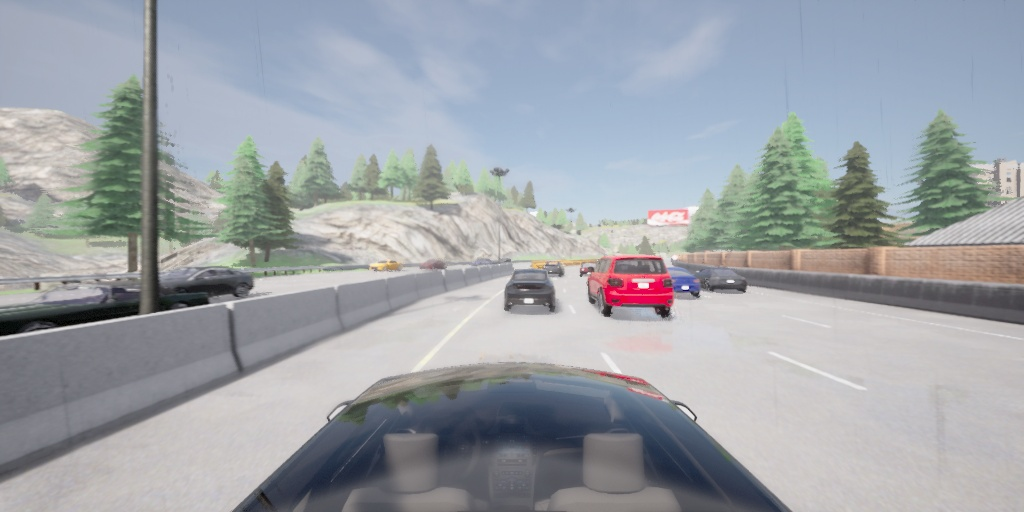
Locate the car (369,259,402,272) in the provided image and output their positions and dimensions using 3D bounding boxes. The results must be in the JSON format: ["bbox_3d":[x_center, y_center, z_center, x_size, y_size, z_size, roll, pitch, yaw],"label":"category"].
[{"bbox_3d":[-15.527,1.183,44.343,1.882,1.535,5.008,0,0,15],"label":"car"}]

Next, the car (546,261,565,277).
[{"bbox_3d":[4.209,1.251,35.912,2.128,1.511,4.902,0,0,13],"label":"car"}]

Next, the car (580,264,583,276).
[{"bbox_3d":[7.919,1.371,36.472,1.895,1.301,4.718,0,0,14],"label":"car"}]

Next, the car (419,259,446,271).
[{"bbox_3d":[-10.705,1.196,48.718,1.882,1.535,5.008,0,0,17],"label":"car"}]

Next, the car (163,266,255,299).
[{"bbox_3d":[-13.389,1.204,15.183,2.128,1.511,4.902,0,0,5],"label":"car"}]

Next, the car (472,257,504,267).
[{"bbox_3d":[-3.235,1.229,49.300,2.128,1.511,4.902,0,0,17],"label":"car"}]

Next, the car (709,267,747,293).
[{"bbox_3d":[12.161,1.346,21.468,1.994,1.385,4.181,0,0,8],"label":"car"}]

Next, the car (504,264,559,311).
[{"bbox_3d":[0.777,1.256,14.422,1.837,1.490,4.892,0,0,5],"label":"car"}]

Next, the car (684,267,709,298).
[{"bbox_3d":[8.272,1.298,18.820,1.812,1.442,4.674,0,0,7],"label":"car"}]

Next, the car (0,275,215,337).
[{"bbox_3d":[-10.345,1.322,8.799,1.895,1.301,4.718,0,0,3],"label":"car"}]

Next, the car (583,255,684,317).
[{"bbox_3d":[4.179,0.982,13.480,2.150,2.045,5.566,0,0,5],"label":"car"}]
